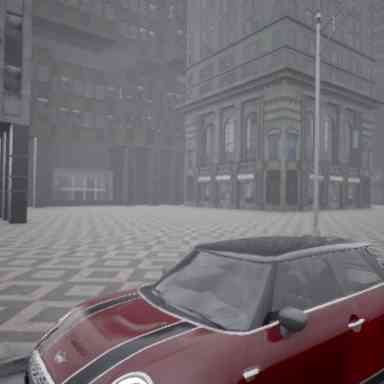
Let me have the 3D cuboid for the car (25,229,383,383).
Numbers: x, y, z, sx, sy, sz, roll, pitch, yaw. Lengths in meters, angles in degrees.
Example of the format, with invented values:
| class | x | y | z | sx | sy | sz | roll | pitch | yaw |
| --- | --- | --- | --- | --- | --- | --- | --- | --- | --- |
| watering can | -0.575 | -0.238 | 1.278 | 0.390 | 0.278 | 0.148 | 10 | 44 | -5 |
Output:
| class | x | y | z | sx | sy | sz | roll | pitch | yaw |
| --- | --- | --- | --- | --- | --- | --- | --- | --- | --- |
| car | 0.625 | 1.370 | 3.822 | 4.553 | 1.767 | 2.097 | 1 | 0 | -35 |
